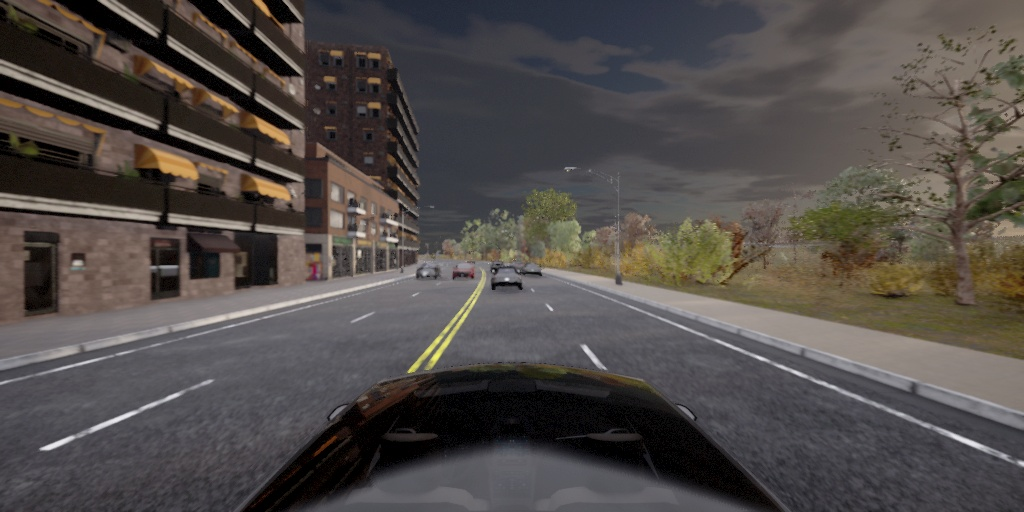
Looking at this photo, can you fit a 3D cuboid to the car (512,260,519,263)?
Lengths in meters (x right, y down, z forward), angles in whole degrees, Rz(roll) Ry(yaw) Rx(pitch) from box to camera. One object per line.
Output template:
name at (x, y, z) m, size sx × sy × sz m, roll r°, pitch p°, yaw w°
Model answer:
car at (0.763, 1.375, 51.772) m, size 2.128 × 1.511 × 4.902 m, roll 0°, pitch 0°, yaw -6°

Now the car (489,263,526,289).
car at (-0.396, 1.384, 23.795) m, size 1.994 × 1.385 × 4.181 m, roll 0°, pitch 0°, yaw -3°

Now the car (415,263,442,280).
car at (-7.605, 1.359, 33.061) m, size 2.128 × 1.511 × 4.902 m, roll 0°, pitch 0°, yaw -4°

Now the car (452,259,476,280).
car at (-4.315, 1.333, 32.553) m, size 1.882 × 1.535 × 5.008 m, roll 0°, pitch 0°, yaw -3°

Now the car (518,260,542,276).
car at (1.977, 1.414, 38.551) m, size 1.994 × 1.385 × 4.181 m, roll 0°, pitch 0°, yaw -4°

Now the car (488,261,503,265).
car at (-1.975, 1.387, 47.161) m, size 1.837 × 1.490 × 4.892 m, roll 0°, pitch 0°, yaw -5°
